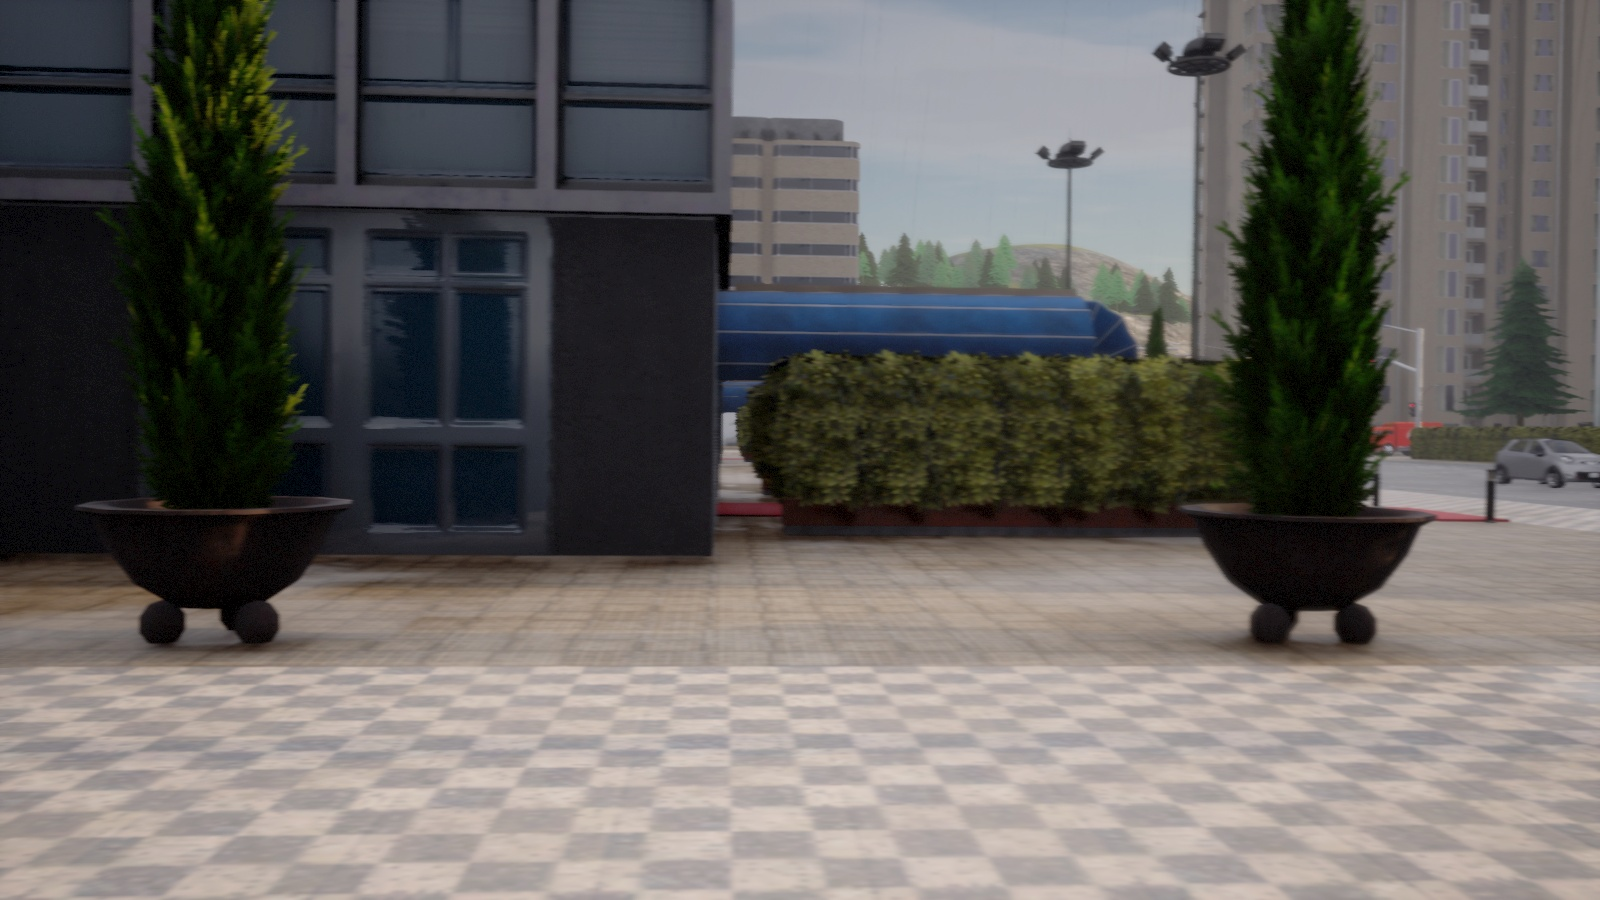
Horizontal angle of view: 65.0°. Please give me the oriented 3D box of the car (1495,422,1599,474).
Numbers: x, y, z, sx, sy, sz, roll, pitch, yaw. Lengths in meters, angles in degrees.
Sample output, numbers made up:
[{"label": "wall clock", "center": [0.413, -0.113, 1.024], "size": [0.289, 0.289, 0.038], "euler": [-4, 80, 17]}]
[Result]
[{"label": "car", "center": [23.390, -0.083, 38.597], "size": [1.845, 1.501, 3.633], "euler": [-1, 1, -4]}]
